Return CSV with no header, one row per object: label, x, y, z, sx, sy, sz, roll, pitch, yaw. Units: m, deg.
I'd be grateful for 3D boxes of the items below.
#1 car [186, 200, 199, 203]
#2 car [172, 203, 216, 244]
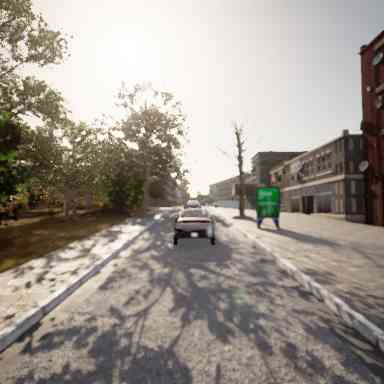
car,0.084,1.590,33.827,1.812,1.442,4.674,0,-1,0
car,0.099,1.512,15.835,2.128,1.511,4.902,0,0,0
